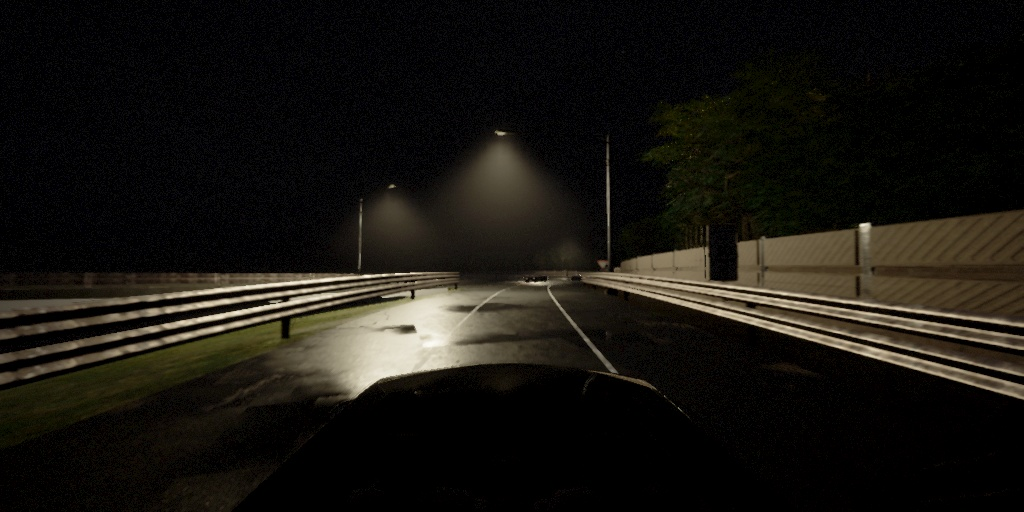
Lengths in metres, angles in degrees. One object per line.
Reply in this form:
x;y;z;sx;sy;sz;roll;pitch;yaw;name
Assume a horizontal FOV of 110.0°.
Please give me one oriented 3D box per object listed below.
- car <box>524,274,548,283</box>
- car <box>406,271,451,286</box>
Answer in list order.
3.767;3.425;54.416;1.895;1.301;4.718;-2;-3;29;car
-8.476;2.348;36.850;1.882;1.535;5.008;-2;-4;40;car
